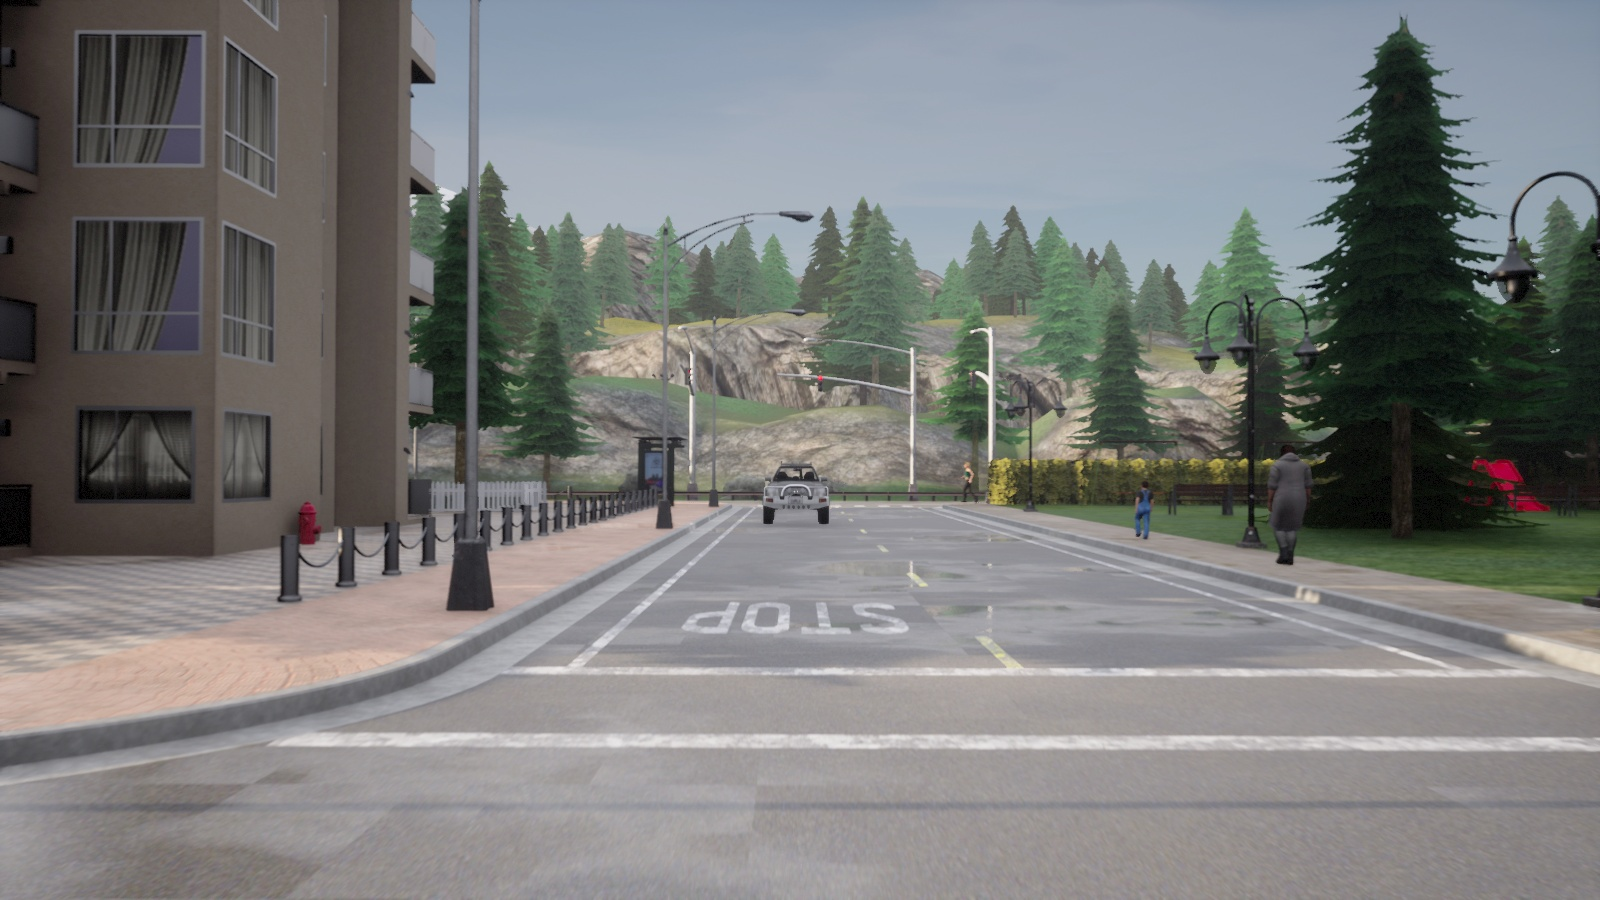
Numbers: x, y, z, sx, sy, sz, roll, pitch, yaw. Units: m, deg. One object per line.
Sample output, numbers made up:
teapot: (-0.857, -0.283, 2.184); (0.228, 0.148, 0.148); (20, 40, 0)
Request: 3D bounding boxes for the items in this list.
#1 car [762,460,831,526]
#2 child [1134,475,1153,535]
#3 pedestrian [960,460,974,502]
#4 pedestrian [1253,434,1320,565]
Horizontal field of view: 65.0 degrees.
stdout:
car: (-0.106, 1.263, 37.794); (1.932, 1.855, 4.605); (0, -1, 0)
child: (7.247, 1.157, 26.488); (0.270, 1.263, 0.437); (0, -1, 0)
pedestrian: (7.295, 1.353, 54.834); (0.594, 1.836, 0.345); (0, -1, 2)
pedestrian: (7.452, 0.750, 19.263); (0.659, 1.952, 0.873); (0, -1, -1)
